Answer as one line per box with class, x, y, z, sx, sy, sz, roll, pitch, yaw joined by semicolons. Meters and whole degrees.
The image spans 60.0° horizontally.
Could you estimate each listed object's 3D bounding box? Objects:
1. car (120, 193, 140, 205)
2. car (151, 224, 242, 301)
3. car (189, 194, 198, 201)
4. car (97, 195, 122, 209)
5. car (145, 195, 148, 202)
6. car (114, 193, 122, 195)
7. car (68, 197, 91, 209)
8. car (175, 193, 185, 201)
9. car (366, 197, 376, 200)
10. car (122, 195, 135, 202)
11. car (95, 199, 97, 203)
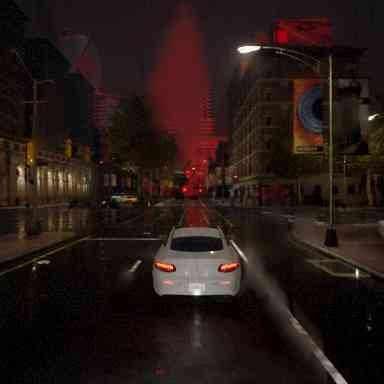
car;-11.310;1.477;61.033;1.882;1.535;5.008;0;0;1
car;0.110;1.526;8.204;1.812;1.442;4.674;0;0;1
car;0.362;1.493;86.484;1.837;1.490;4.892;0;0;0
car;-11.052;1.547;44.921;2.033;1.411;5.357;0;0;-7
car;-11.181;1.478;76.301;1.882;1.535;5.008;0;0;0
car;-14.735;1.224;66.654;2.150;2.045;5.566;0;0;1
car;-14.914;1.507;44.419;1.837;1.490;4.892;0;-1;0
car;-3.138;1.218;86.529;2.150;2.045;5.566;0;0;0
car;34.730;1.481;68.120;2.231;1.521;4.892;0;0;0
car;-14.677;1.540;77.318;2.033;1.411;5.357;0;0;0
car;-17.970;1.595;66.948;1.895;1.301;4.718;0;0;0
